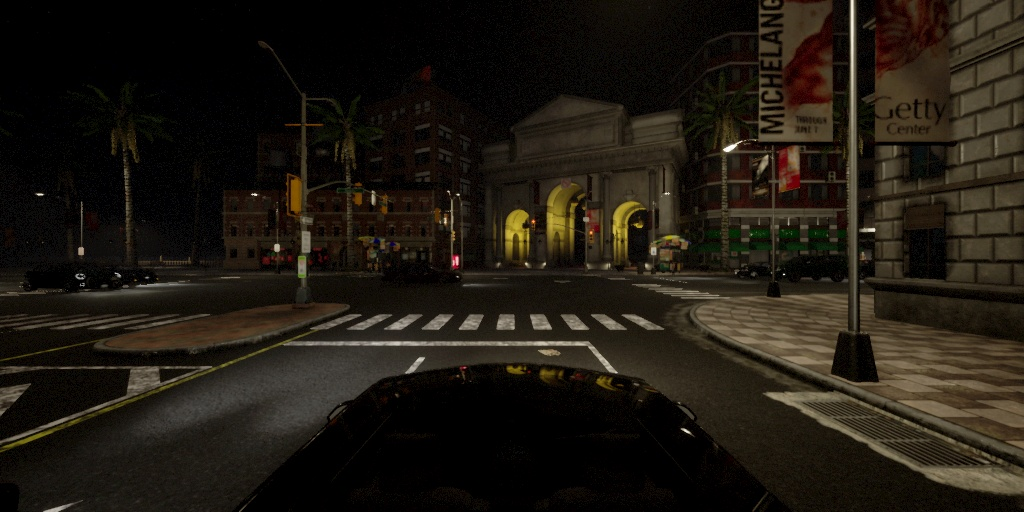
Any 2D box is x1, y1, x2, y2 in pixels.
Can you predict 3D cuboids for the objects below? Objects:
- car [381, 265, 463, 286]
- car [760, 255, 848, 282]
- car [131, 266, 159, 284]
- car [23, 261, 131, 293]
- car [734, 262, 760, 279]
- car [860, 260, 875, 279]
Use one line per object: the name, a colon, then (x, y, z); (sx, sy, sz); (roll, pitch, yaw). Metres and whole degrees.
car: (-6.164, 1.297, 24.745); (5.357, 1.411, 2.033); (0, 0, 0)
car: (23.281, 0.971, 28.255); (5.566, 2.045, 2.150); (0, 0, 0)
car: (-27.171, 1.314, 24.794); (4.181, 1.385, 1.994); (0, 0, 2)
car: (-24.982, 1.101, 20.504); (4.553, 1.767, 2.097); (0, 0, 11)
car: (22.305, 1.242, 31.751); (4.902, 1.511, 2.128); (0, 0, 0)
car: (31.281, 1.102, 31.588); (4.553, 1.767, 2.097); (0, 0, 2)
